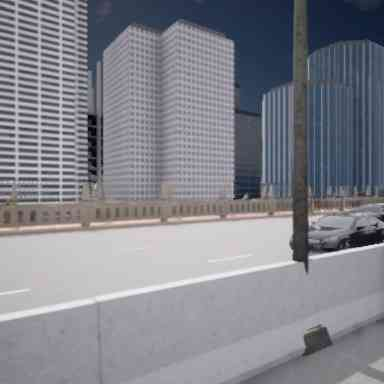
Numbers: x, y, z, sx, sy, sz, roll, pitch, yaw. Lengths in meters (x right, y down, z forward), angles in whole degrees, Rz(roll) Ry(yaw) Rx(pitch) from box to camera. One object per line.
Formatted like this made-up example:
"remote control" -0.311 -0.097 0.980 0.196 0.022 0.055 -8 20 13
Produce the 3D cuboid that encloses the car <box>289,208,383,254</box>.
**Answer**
"car" 5.619 1.512 12.283 4.674 1.442 1.812 0 0 -36

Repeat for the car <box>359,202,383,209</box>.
"car" 11.359 1.479 20.686 4.892 1.490 1.837 0 0 -35
